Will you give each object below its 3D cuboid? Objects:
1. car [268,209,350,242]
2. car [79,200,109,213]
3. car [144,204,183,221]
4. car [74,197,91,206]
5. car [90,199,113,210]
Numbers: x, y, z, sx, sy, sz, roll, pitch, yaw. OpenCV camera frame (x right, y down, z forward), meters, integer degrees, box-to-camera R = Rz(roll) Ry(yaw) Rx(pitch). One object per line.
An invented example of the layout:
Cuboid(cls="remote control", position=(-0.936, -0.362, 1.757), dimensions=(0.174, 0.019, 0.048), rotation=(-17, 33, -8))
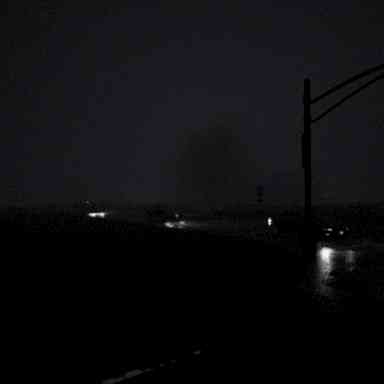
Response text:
Cuboid(cls="car", position=(6.010, 1.684, 17.705), dimensions=(1.837, 1.490, 4.892), rotation=(0, -1, -23))
Cuboid(cls="car", position=(-13.838, 2.211, 46.821), dimensions=(1.994, 1.385, 4.181), rotation=(-1, 0, -35))
Cuboid(cls="car", position=(-2.760, 1.876, 31.334), dimensions=(2.128, 1.511, 4.902), rotation=(-1, 0, -36))
Cuboid(cls="car", position=(-20.413, 2.028, 62.264), dimensions=(2.150, 2.045, 5.566), rotation=(-1, 0, -36))
Cuboid(cls="car", position=(-14.355, 2.153, 53.826), dimensions=(2.128, 1.511, 4.902), rotation=(-1, 0, -35))
